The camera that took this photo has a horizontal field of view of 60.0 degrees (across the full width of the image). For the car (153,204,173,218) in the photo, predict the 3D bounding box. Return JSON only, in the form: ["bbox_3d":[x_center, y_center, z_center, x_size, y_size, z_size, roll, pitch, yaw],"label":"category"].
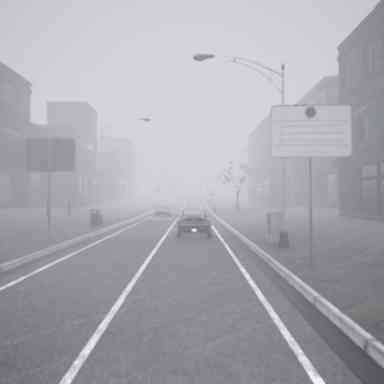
[{"bbox_3d":[-3.073,2.046,36.739,2.033,1.411,5.357,0,-1,0],"label":"car"}]

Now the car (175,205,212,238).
[{"bbox_3d":[0.110,1.704,19.044,1.837,1.490,4.892,0,-1,0],"label":"car"}]
